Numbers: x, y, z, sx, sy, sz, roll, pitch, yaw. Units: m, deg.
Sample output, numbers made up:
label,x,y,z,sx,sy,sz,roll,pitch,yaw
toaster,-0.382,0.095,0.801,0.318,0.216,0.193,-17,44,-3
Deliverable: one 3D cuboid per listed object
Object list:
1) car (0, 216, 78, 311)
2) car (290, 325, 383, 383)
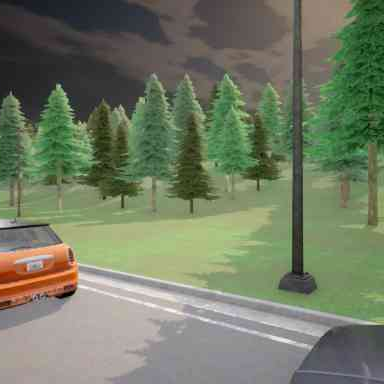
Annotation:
label,x,y,z,sx,sy,sz,roll,pitch,yaw
car,-4.571,1.352,7.253,4.553,1.767,2.097,0,0,36
car,3.230,1.547,1.691,5.357,1.411,2.033,0,0,36
